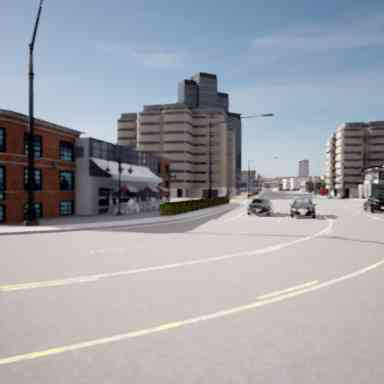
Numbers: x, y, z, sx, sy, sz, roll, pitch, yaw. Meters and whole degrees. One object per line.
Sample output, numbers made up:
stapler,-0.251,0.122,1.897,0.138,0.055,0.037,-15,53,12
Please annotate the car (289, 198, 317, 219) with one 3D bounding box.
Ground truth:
car,8.965,1.283,26.835,2.128,1.511,4.902,0,0,18

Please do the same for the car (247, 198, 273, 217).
car,6.037,1.278,29.126,1.837,1.490,4.892,0,0,18

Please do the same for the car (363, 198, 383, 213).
car,18.227,1.276,32.766,1.812,1.442,4.674,0,0,17
